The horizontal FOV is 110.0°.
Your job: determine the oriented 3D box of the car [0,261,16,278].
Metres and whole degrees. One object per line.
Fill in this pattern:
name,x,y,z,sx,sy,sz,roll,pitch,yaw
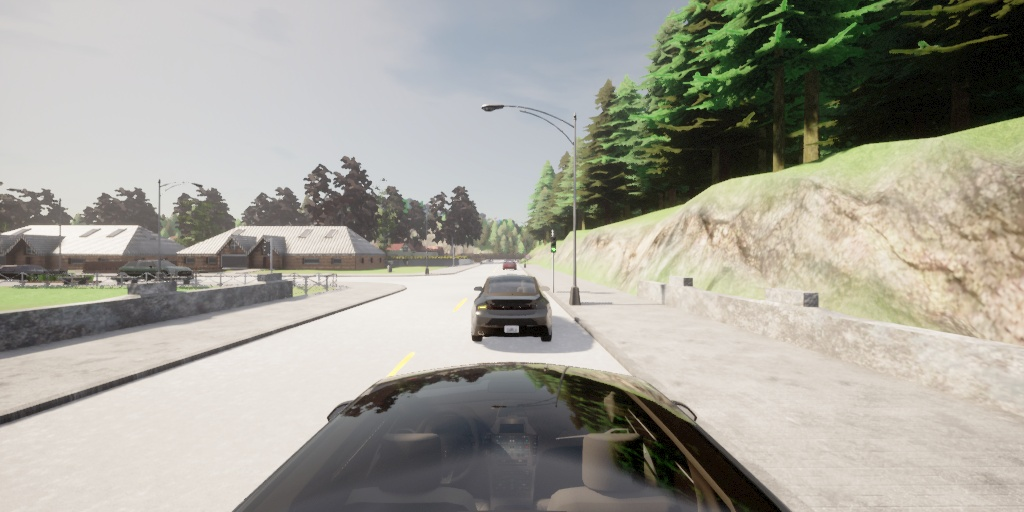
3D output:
car,-48.129,1.224,32.036,5.008,1.535,1.882,0,0,0

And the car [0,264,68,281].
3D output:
car,-37.896,1.347,27.987,4.718,1.301,1.895,0,0,0

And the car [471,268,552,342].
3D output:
car,-0.008,1.254,9.776,1.837,1.490,4.892,0,0,0

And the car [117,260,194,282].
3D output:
car,-27.769,1.099,28.067,4.553,1.767,2.097,0,0,0

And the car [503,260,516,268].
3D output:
car,-0.352,1.307,53.276,1.994,1.385,4.181,0,0,0
